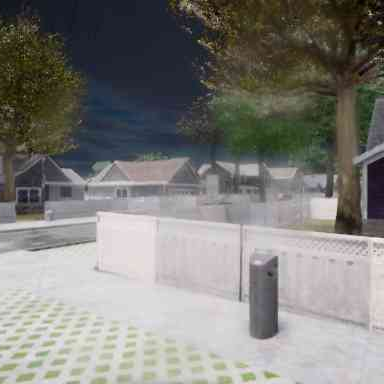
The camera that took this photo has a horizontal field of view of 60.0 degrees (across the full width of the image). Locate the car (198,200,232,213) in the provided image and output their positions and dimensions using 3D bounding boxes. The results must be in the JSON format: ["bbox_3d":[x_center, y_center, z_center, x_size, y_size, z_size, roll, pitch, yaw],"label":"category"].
[{"bbox_3d":[2.223,1.398,31.292,1.994,1.385,4.181,0,0,36],"label":"car"}]

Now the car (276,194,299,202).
[{"bbox_3d":[13.616,1.118,47.100,2.097,1.767,4.553,0,0,35],"label":"car"}]
